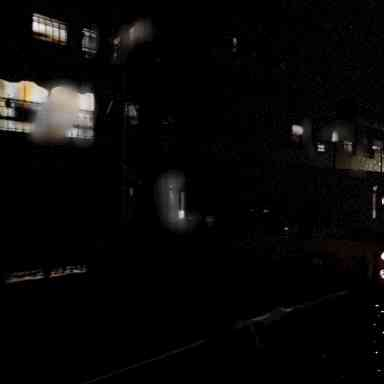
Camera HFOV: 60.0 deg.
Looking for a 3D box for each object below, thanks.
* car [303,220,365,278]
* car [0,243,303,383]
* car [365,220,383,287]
[{"bbox_3d":[5.352,1.572,10.359,4.829,1.417,1.752,0,0,-35],"label":"car"},{"bbox_3d":[-1.574,1.352,2.244,4.553,1.767,2.097,0,0,-36],"label":"car"},{"bbox_3d":[6.402,1.397,7.928,4.553,1.767,2.097,0,0,-35],"label":"car"}]
